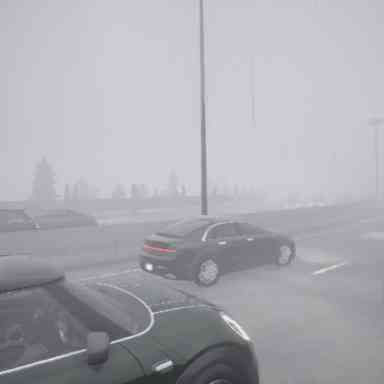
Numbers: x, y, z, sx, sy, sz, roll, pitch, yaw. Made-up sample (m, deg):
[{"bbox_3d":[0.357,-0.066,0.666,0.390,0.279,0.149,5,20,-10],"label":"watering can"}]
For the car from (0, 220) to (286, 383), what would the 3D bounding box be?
[{"bbox_3d":[-1.558,1.351,2.752,4.553,1.767,2.097,-1,1,-36],"label":"car"}]

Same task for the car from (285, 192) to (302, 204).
[{"bbox_3d":[15.561,0.842,50.958,2.097,1.767,4.553,-1,0,24],"label":"car"}]

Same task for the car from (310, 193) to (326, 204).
[{"bbox_3d":[18.928,0.954,49.897,1.837,1.490,4.892,0,1,24],"label":"car"}]

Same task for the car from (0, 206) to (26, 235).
[{"bbox_3d":[-11.726,1.556,17.181,5.357,1.411,2.033,-1,1,-37],"label":"car"}]

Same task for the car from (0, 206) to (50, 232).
[{"bbox_3d":[-7.729,1.356,11.564,4.553,1.767,2.097,-1,1,-37],"label":"car"}]

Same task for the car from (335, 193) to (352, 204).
[{"bbox_3d":[20.671,0.936,45.343,2.128,1.511,4.902,-1,0,26],"label":"car"}]

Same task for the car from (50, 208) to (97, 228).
[{"bbox_3d":[-6.898,1.516,16.589,4.181,1.385,1.994,-1,1,-39],"label":"car"}]

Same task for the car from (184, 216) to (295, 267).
[{"bbox_3d":[0.886,1.417,9.097,4.892,1.490,1.837,-1,1,-39],"label":"car"}]
